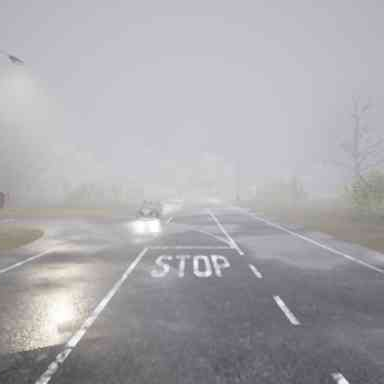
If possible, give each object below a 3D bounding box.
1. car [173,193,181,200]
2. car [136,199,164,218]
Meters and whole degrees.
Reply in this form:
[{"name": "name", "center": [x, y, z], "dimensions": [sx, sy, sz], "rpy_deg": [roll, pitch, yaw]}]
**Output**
[{"name": "car", "center": [-3.418, 1.025, 76.256], "dimensions": [2.128, 1.511, 4.902], "rpy_deg": [0, 0, 0]}, {"name": "car", "center": [-3.439, 1.337, 27.684], "dimensions": [2.128, 1.511, 4.902], "rpy_deg": [0, 0, 0]}]
